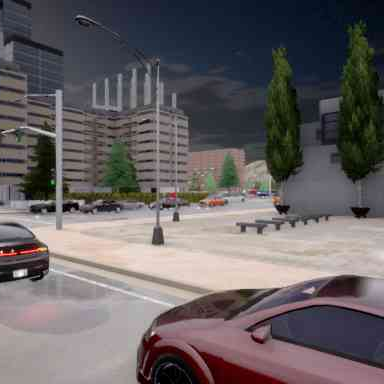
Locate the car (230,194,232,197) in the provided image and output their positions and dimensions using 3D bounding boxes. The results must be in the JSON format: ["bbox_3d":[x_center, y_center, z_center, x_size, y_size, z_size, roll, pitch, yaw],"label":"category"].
[{"bbox_3d":[4.417,1.564,56.862,1.994,1.385,4.181,0,0,41],"label":"car"}]

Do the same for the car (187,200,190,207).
[{"bbox_3d":[-2.181,1.564,49.124,1.994,1.385,4.181,0,0,40],"label":"car"}]

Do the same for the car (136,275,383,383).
[{"bbox_3d":[1.422,1.564,3.226,4.181,1.385,1.994,0,0,37],"label":"car"}]

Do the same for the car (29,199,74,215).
[{"bbox_3d":[-14.318,1.478,34.805,1.882,1.535,5.008,0,0,40],"label":"car"}]

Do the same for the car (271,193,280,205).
[{"bbox_3d":[16.646,1.351,60.219,2.097,1.767,4.553,0,0,40],"label":"car"}]

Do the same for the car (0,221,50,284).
[{"bbox_3d":[-5.557,1.505,8.734,4.892,1.490,1.837,0,0,40],"label":"car"}]

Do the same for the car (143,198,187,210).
[{"bbox_3d":[-3.379,1.491,42.300,2.128,1.511,4.902,0,0,40],"label":"car"}]

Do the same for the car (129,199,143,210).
[{"bbox_3d":[-8.281,1.601,41.930,1.895,1.301,4.718,0,0,40],"label":"car"}]

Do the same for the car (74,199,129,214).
[{"bbox_3d":[-9.461,1.505,35.123,1.837,1.490,4.892,0,0,40],"label":"car"}]

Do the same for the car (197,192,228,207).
[{"bbox_3d":[3.023,1.352,49.835,2.097,1.767,4.553,0,0,40],"label":"car"}]
